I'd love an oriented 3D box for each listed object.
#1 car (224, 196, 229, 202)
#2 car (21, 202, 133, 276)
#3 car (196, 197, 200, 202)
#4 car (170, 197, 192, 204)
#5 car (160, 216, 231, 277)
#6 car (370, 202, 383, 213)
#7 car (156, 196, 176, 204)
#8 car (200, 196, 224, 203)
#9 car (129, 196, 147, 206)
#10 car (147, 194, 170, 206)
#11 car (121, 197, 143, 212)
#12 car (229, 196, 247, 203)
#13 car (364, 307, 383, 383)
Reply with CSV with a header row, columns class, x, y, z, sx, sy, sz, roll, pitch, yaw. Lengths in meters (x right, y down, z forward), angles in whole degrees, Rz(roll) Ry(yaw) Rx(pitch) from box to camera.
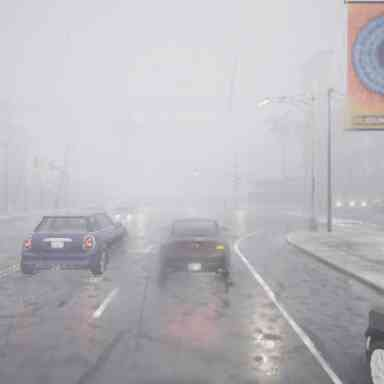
class,x,y,z,sx,sy,sz,roll,pitch,yaw
car,7.343,1.609,78.707,4.902,1.511,2.128,0,0,-43
car,-3.415,1.364,10.582,2.097,1.767,4.553,0,0,0
car,2.933,1.610,79.318,2.128,1.511,4.902,0,0,43
car,-1.983,1.670,66.683,1.895,1.301,4.718,0,0,28
car,0.094,1.515,10.222,1.837,1.490,4.892,0,0,0
car,21.887,1.390,36.018,4.553,1.767,2.097,0,0,-1
car,-5.269,1.598,67.928,1.812,1.442,4.674,0,0,26
car,4.269,1.629,70.007,1.994,1.385,4.181,0,0,36
car,-9.623,1.411,54.492,2.097,1.767,4.553,0,0,11
car,-6.033,1.279,55.118,2.150,2.045,5.566,0,0,14
car,-7.089,1.586,36.507,2.033,1.411,5.357,0,0,0
car,11.097,1.617,72.647,5.357,1.411,2.033,0,0,-43
car,2.900,1.482,1.786,2.097,1.535,5.008,0,0,0
